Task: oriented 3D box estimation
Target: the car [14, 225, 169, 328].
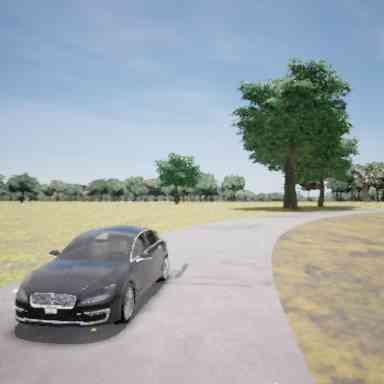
[{"bbox_3d":[-1.774,1.564,7.416,1.837,1.490,4.892,0,0,8],"label":"car"}]
